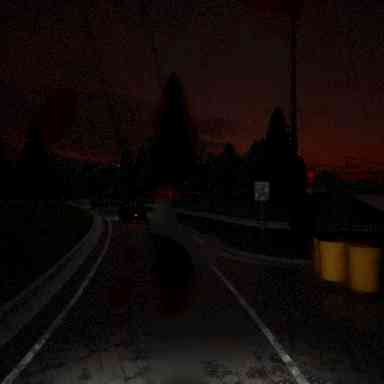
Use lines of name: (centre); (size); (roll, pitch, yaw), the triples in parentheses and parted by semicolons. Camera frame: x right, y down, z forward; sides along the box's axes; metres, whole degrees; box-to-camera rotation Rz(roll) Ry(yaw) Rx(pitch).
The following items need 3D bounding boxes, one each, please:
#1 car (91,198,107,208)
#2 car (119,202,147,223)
car: (-14.193, 1.672, 50.473); (2.128, 1.511, 4.902); (0, 0, -25)
car: (-4.798, 1.562, 26.729); (1.882, 1.535, 5.008); (0, 0, -16)
